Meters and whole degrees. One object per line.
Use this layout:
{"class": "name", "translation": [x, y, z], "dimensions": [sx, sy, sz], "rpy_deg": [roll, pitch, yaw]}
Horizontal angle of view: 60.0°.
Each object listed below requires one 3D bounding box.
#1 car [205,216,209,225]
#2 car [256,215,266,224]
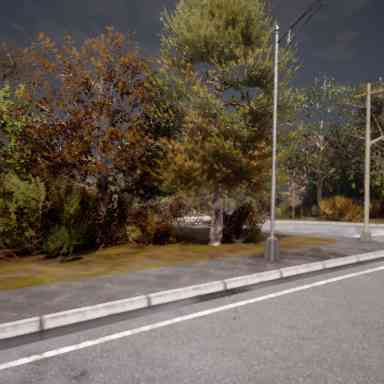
{"class": "car", "translation": [0.735, 2.624, 32.407], "dimensions": [1.895, 1.301, 4.718], "rpy_deg": [3, -5, -40]}
{"class": "car", "translation": [4.979, 2.497, 32.758], "dimensions": [1.882, 1.535, 5.008], "rpy_deg": [3, -4, -40]}
